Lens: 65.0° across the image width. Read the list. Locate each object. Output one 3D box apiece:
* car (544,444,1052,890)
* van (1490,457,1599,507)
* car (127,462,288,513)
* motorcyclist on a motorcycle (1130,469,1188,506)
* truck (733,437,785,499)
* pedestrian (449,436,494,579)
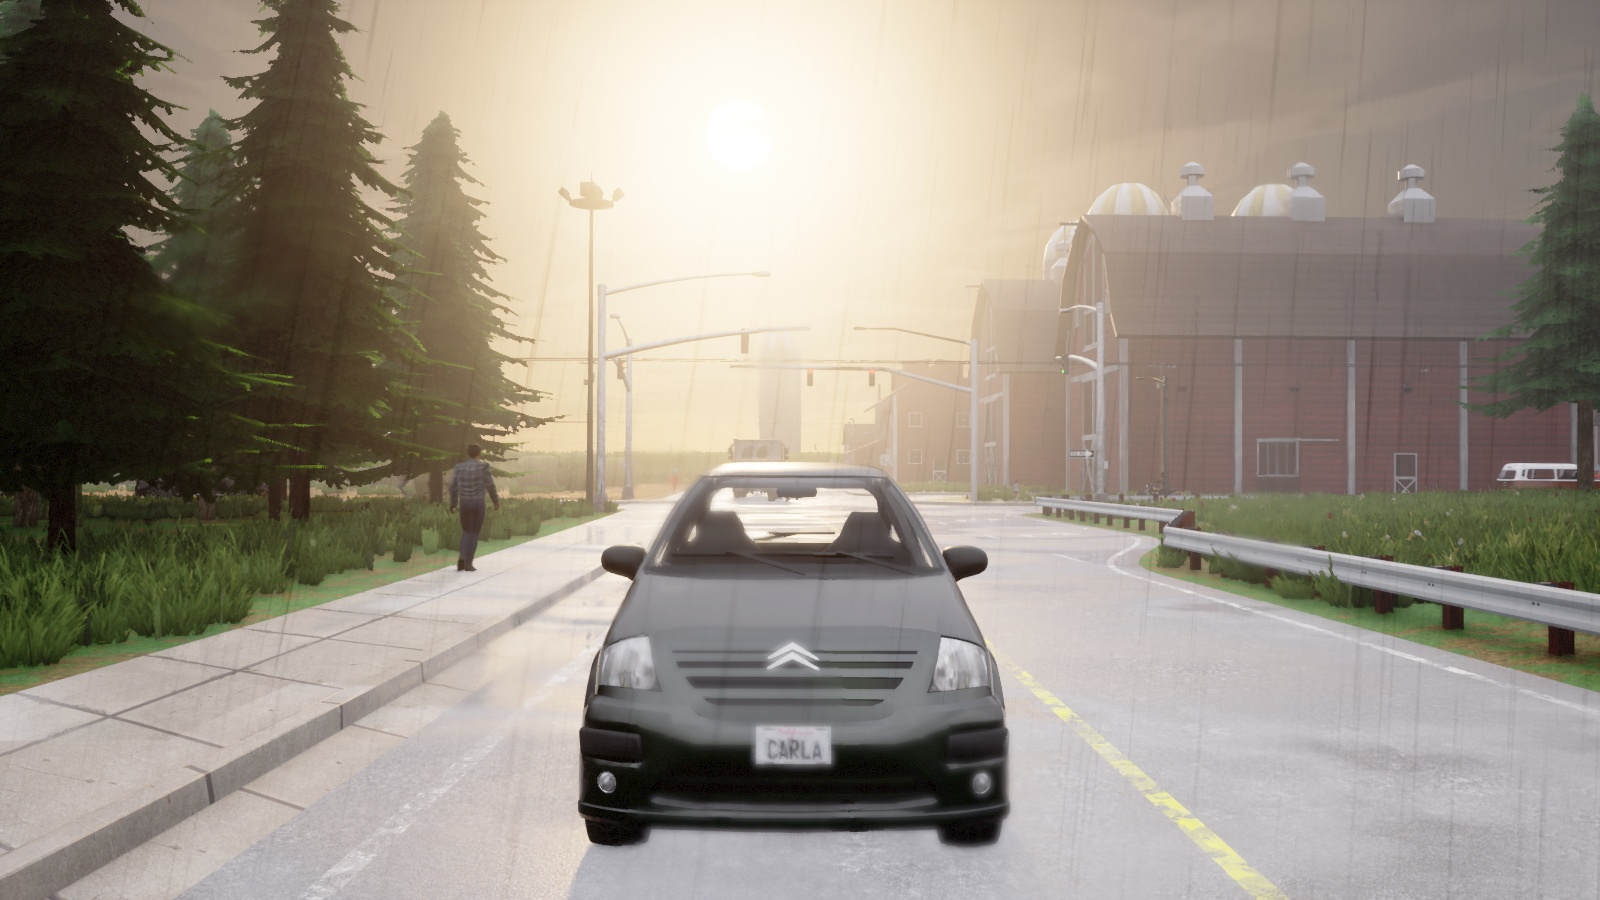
[{"bbox_3d":[-0.021,0.823,6.581,1.851,1.617,3.988,0,-1,0],"label":"car"},{"bbox_3d":[31.783,1.320,52.681,4.480,2.038,2.069,0,-1,-1],"label":"van"},{"bbox_3d":[-24.170,1.518,51.378,5.566,2.045,2.150,0,-1,-1],"label":"car"},{"bbox_3d":[15.962,1.663,55.810,2.350,1.649,0.766,0,-1,-1],"label":"motorcyclist on a motorcycle"},{"bbox_3d":[-2.453,1.075,73.816,2.891,3.462,7.936,0,-1,-2],"label":"truck"},{"bbox_3d":[-4.568,0.788,17.490,0.423,1.949,0.788,0,-1,1],"label":"pedestrian"}]
